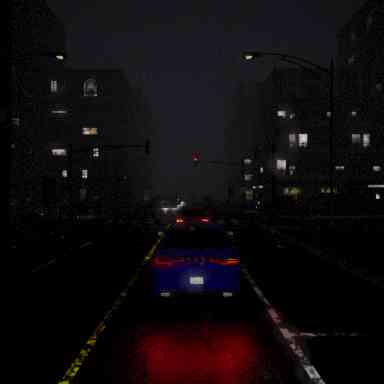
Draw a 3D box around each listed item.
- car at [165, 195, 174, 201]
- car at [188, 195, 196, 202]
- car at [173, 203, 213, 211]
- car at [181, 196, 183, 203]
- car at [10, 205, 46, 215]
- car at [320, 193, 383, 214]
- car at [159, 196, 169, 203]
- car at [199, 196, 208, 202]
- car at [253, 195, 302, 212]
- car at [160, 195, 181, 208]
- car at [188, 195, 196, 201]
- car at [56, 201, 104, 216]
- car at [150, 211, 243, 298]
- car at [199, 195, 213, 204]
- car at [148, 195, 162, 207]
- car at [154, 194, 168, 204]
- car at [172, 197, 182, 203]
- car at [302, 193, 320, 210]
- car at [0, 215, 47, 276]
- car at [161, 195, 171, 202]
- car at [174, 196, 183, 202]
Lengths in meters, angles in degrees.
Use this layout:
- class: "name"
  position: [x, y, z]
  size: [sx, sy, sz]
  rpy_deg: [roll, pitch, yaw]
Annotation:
- class: "car"
  position: [-5.779, 1.480, 85.915]
  size: [1.967, 1.590, 4.097]
  rpy_deg: [0, 0, 0]
- class: "car"
  position: [-0.081, 1.513, 80.399]
  size: [1.882, 1.535, 5.008]
  rpy_deg: [0, 0, 0]
- class: "car"
  position: [0.080, 1.526, 17.931]
  size: [1.812, 1.442, 4.674]
  rpy_deg: [0, 0, 1]
- class: "car"
  position: [-3.139, 1.370, 58.672]
  size: [2.097, 1.767, 4.553]
  rpy_deg: [0, 0, 0]
- class: "car"
  position: [-16.708, 1.888, 32.080]
  size: [4.718, 1.301, 1.895]
  rpy_deg: [-1, 0, -1]
- class: "car"
  position: [14.664, 1.029, 29.778]
  size: [5.009, 1.841, 2.192]
  rpy_deg: [-1, 1, -1]
- class: "car"
  position: [-5.761, 1.551, 68.697]
  size: [1.752, 1.417, 4.829]
  rpy_deg: [0, 0, 0]
- class: "car"
  position: [2.614, 1.612, 74.560]
  size: [1.802, 1.307, 4.206]
  rpy_deg: [0, 0, 0]
- class: "car"
  position: [8.949, 1.160, 35.888]
  size: [4.553, 1.767, 2.097]
  rpy_deg: [-1, 0, 4]
- class: "car"
  position: [-3.130, 1.560, 49.190]
  size: [2.033, 1.411, 5.357]
  rpy_deg: [0, 0, -1]
- class: "car"
  position: [-0.092, 1.570, 90.509]
  size: [2.128, 1.511, 4.902]
  rpy_deg: [0, 0, 0]
- class: "car"
  position: [-11.830, 1.696, 35.328]
  size: [4.892, 1.490, 1.837]
  rpy_deg: [-1, 0, -1]
- class: "car"
  position: [0.094, 1.477, 8.590]
  size: [1.882, 1.535, 5.008]
  rpy_deg: [0, 0, 0]
- class: "car"
  position: [2.630, 1.458, 57.512]
  size: [1.967, 1.590, 4.097]
  rpy_deg: [0, 0, 0]
- class: "car"
  position: [-5.743, 1.580, 51.819]
  size: [1.947, 1.339, 4.313]
  rpy_deg: [0, 0, 0]
- class: "car"
  position: [-5.756, 1.336, 63.184]
  size: [2.192, 1.841, 5.009]
  rpy_deg: [0, 0, 0]
- class: "car"
  position: [-3.081, 1.626, 68.180]
  size: [1.895, 1.301, 4.718]
  rpy_deg: [0, 0, 0]
- class: "car"
  position: [14.521, 1.015, 38.156]
  size: [5.009, 1.841, 2.192]
  rpy_deg: [-1, 1, -1]
- class: "car"
  position: [-5.750, 1.582, 9.796]
  size: [1.802, 1.307, 4.206]
  rpy_deg: [0, 0, 0]
- class: "car"
  position: [-5.767, 1.470, 74.549]
  size: [1.967, 1.590, 4.097]
  rpy_deg: [0, 0, 0]
- class: "car"
  position: [-3.082, 1.621, 78.519]
  size: [1.895, 1.301, 4.718]
  rpy_deg: [0, 0, 0]
